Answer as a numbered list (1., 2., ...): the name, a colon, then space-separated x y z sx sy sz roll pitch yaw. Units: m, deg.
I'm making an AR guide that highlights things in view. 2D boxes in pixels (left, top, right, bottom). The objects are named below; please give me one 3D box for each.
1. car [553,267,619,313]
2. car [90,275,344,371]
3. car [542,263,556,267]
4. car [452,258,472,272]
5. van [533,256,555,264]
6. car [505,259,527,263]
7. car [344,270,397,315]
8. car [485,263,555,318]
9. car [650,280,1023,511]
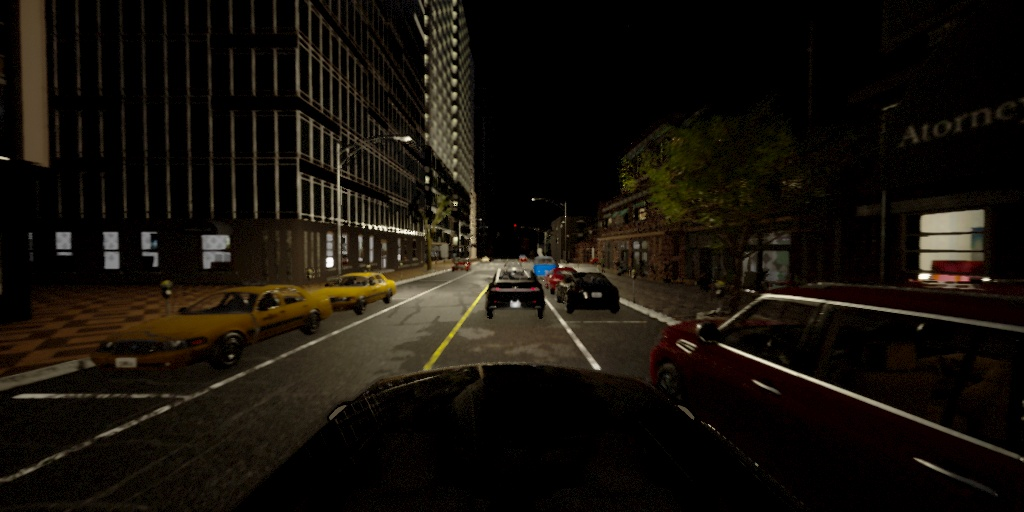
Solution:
1. car: 2.687 1.249 13.398 1.948 1.339 4.313 0 0 0
2. car: -5.693 1.240 7.704 1.751 1.417 4.829 0 0 0
3. car: 2.686 1.234 18.932 1.802 1.307 4.207 0 0 0
4. car: -5.699 0.965 41.083 1.967 1.591 4.097 0 0 0
5. van: 2.684 0.929 30.001 1.690 1.789 3.998 0 0 0
6. car: 0.095 1.176 32.293 1.895 1.301 4.718 0 0 0
7. car: -5.694 1.209 13.238 1.751 1.417 4.829 0 0 0
8. car: 0.098 1.177 12.714 2.128 1.511 4.902 0 0 0
9. car: 2.689 1.061 2.330 2.192 1.841 5.009 0 0 0
